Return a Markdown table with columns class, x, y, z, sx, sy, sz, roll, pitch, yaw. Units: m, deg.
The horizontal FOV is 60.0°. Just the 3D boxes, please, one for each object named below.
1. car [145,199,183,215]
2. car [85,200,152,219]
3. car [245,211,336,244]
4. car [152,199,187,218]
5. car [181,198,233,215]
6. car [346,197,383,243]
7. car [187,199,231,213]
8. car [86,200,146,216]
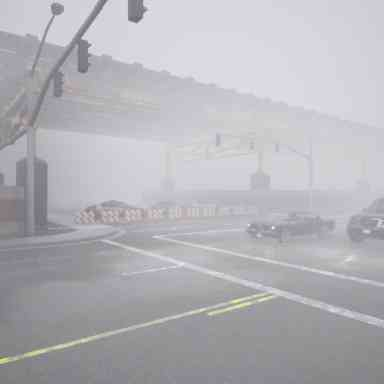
| class | x | y | z | sx | sy | sz | roll | pitch | yaw |
| --- | --- | --- | --- | --- | --- | --- | --- | --- | --- |
| car | -2.424 | 1.295 | 30.343 | 1.853 | 1.218 | 4.536 | 0 | 0 | 18 |
| car | -6.188 | 1.453 | 27.612 | 4.974 | 1.542 | 2.038 | 0 | 0 | 8 |
| car | 4.776 | 1.601 | 15.980 | 4.718 | 1.301 | 1.895 | 0 | 0 | -35 |
| car | -2.440 | 1.453 | 30.293 | 2.038 | 1.542 | 4.974 | 0 | 0 | 18 |
| car | 1.475 | 1.453 | 34.049 | 4.974 | 1.542 | 2.038 | 0 | 0 | -7 |
| car | 9.222 | 1.221 | 14.849 | 5.566 | 2.045 | 2.150 | 0 | 0 | -35 |
| car | 1.423 | 1.295 | 34.042 | 4.536 | 1.218 | 1.853 | 0 | 0 | -7 |
| car | -6.239 | 1.295 | 27.619 | 4.536 | 1.218 | 1.853 | 0 | 0 | 8 |
